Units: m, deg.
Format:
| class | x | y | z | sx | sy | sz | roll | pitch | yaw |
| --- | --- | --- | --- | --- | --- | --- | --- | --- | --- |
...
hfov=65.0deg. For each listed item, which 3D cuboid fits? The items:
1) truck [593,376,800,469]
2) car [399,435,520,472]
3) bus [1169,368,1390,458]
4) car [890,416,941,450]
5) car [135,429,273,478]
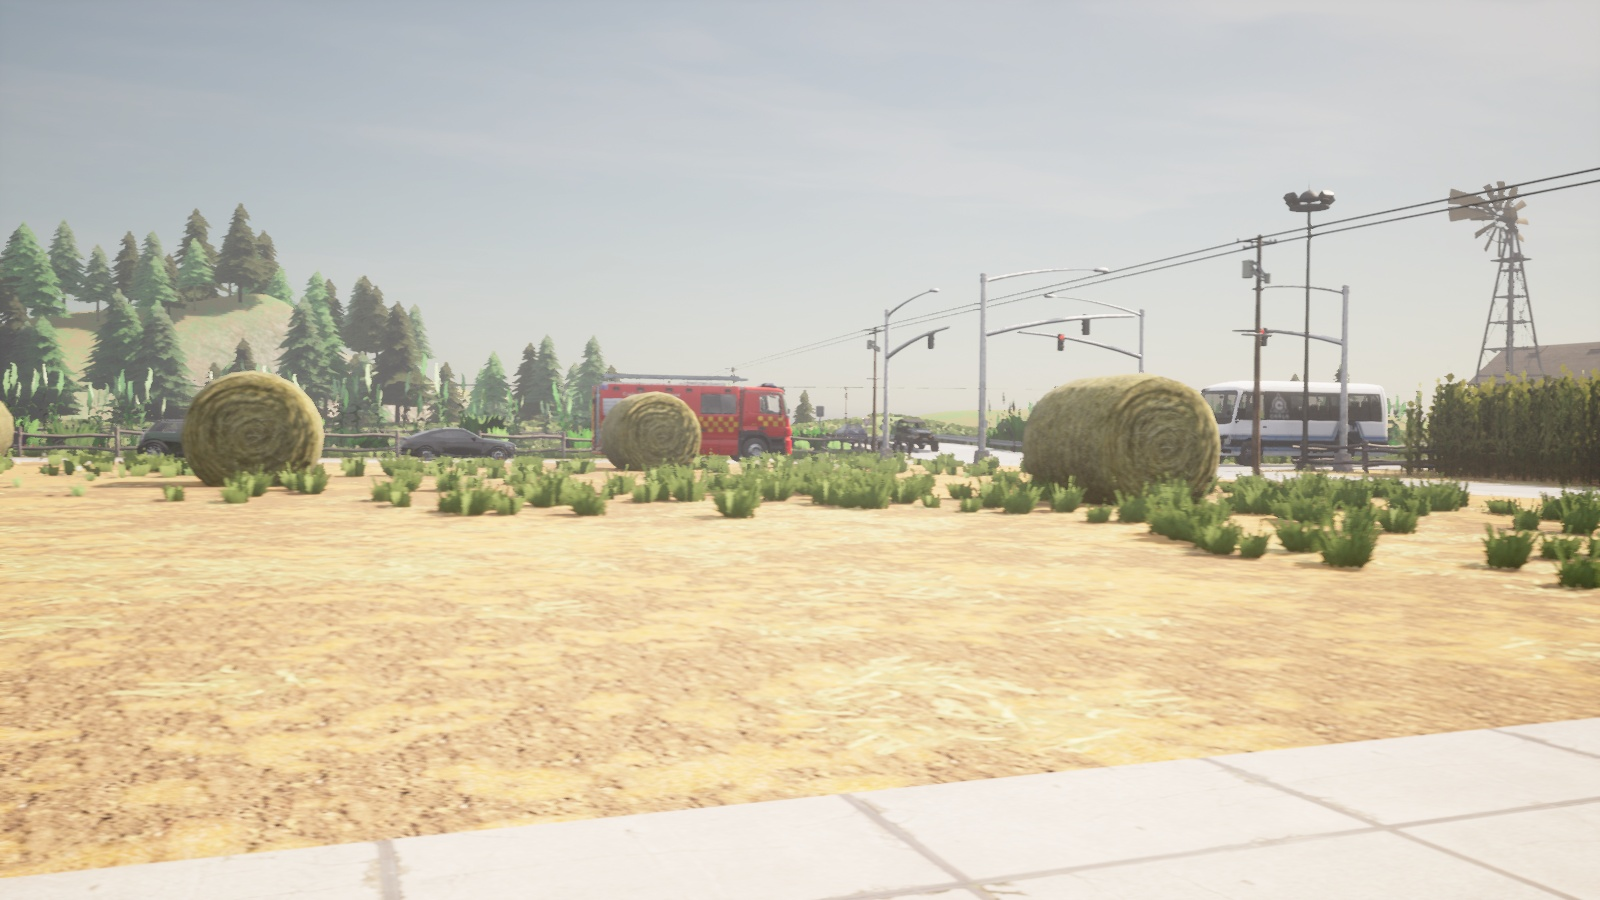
| class | x | y | z | sx | sy | sz | roll | pitch | yaw |
| --- | --- | --- | --- | --- | --- | --- | --- | --- | --- |
| truck | -4.489 | -1.213 | 54.496 | 8.468 | 3.827 | 2.891 | -1 | 1 | -17 |
| car | -13.998 | 0.127 | 51.611 | 4.674 | 1.442 | 1.812 | -1 | 1 | -17 |
| bus | 24.100 | -1.840 | 63.166 | 10.273 | 4.253 | 3.944 | -1 | 1 | -20 |
| car | 7.036 | -1.073 | 76.641 | 1.905 | 1.878 | 3.866 | -1 | 4 | -14 |
| car | -23.078 | 0.104 | 48.837 | 4.553 | 1.767 | 2.097 | -1 | 1 | -17 |
